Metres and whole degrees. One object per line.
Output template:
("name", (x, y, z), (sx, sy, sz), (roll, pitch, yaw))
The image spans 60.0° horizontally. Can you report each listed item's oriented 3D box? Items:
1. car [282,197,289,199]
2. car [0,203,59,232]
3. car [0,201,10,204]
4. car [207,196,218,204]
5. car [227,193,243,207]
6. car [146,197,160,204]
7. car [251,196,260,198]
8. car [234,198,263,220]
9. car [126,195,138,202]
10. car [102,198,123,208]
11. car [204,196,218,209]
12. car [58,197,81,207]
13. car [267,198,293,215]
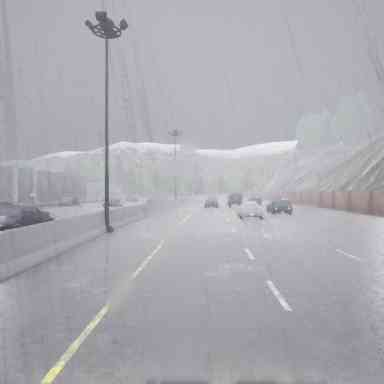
("car", (13.464, 1.526, 48.870), (1.812, 1.442, 4.674), (0, 0, 5))
("car", (-9.930, 1.547, 18.971), (2.033, 1.411, 5.357), (0, 0, 3))
("car", (-16.450, 1.506, 27.505), (1.837, 1.490, 4.892), (0, 0, 4))
("car", (3.951, 1.547, 64.213), (2.033, 1.411, 5.357), (0, 0, 4))
("car", (6.584, 1.218, 50.634), (2.150, 2.045, 5.566), (0, 0, 4))
("car", (-7.018, 1.601, 59.644), (1.895, 1.301, 4.718), (0, 0, 4))
("car", (10.340, 1.502, 54.268), (1.837, 1.490, 4.892), (0, -1, 4))
("car", (4.861, 1.526, 28.254), (1.812, 1.442, 4.674), (0, 0, 4))
("car", (-13.183, 1.523, 73.258), (2.128, 1.511, 4.902), (0, 0, 3))
("car", (-11.401, 1.564, 47.716), (1.994, 1.385, 4.181), (0, 0, 4))
("car", (2.741, 1.601, 46.322), (1.895, 1.301, 4.718), (0, 0, 4))
("car", (-18.243, 1.503, 49.545), (1.837, 1.490, 4.892), (0, 0, 5))
("car", (8.767, 1.600, 33.728), (1.895, 1.301, 4.718), (0, 0, 5))
